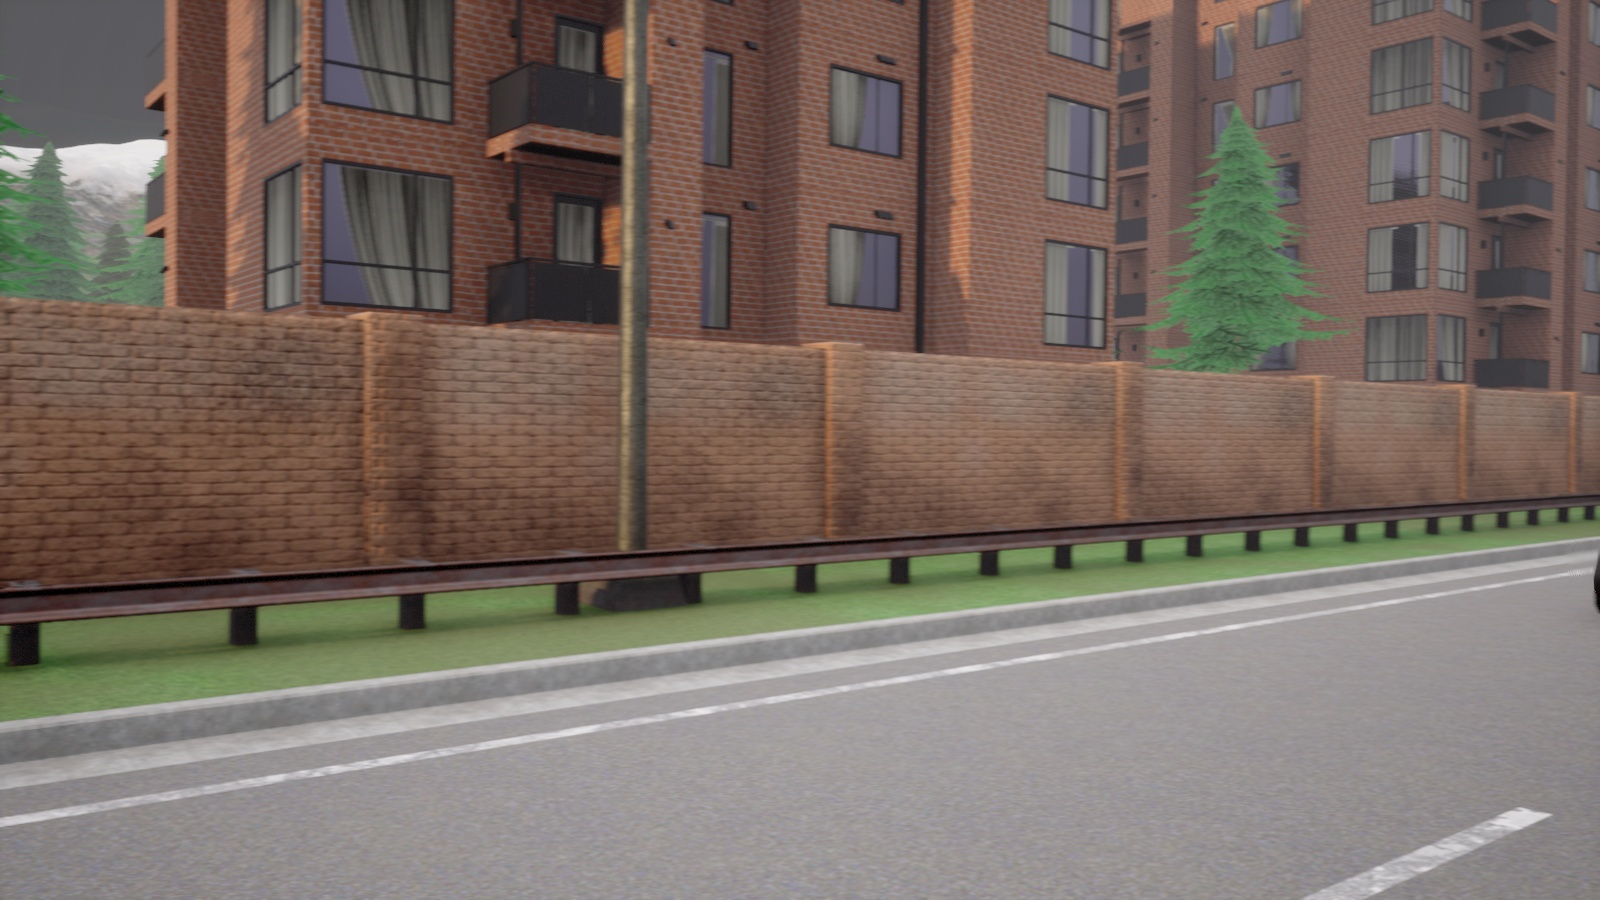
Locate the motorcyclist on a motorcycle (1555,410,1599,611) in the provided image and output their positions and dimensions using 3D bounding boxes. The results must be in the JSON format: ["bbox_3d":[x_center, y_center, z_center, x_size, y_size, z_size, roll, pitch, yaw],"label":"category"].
[{"bbox_3d":[7.523,0.474,10.985,2.350,1.649,0.766,-2,2,-38],"label":"motorcyclist on a motorcycle"}]
